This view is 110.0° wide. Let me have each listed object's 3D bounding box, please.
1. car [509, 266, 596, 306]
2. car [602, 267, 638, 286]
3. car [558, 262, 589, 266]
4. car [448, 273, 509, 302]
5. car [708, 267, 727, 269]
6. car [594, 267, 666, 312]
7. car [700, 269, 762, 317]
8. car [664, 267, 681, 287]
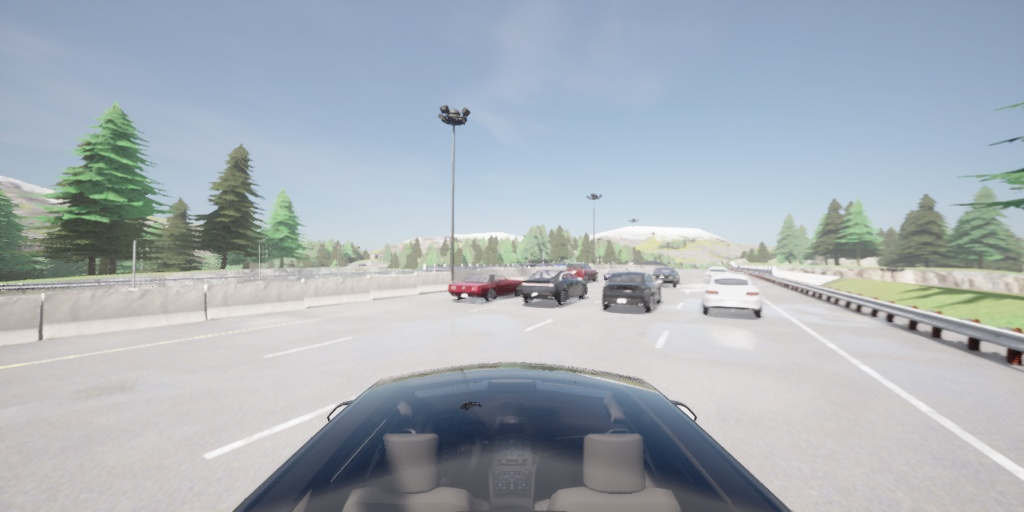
[{"bbox_3d":[2.097,1.408,16.948,2.128,1.511,4.902,0,-1,29],"label":"car"},{"bbox_3d":[9.081,1.653,29.928,1.895,1.301,4.718,0,-1,29],"label":"car"},{"bbox_3d":[6.087,1.425,31.745,2.097,1.767,4.553,0,-1,29],"label":"car"},{"bbox_3d":[-1.107,1.535,18.384,1.895,1.301,4.718,0,-1,29],"label":"car"},{"bbox_3d":[15.551,1.542,27.162,1.812,1.442,4.674,0,0,29],"label":"car"},{"bbox_3d":[5.181,1.402,15.292,1.837,1.490,4.892,0,0,29],"label":"car"},{"bbox_3d":[8.455,1.403,13.984,1.812,1.442,4.674,0,0,29],"label":"car"},{"bbox_3d":[11.810,1.572,27.630,2.033,1.411,5.357,0,-1,29],"label":"car"}]
